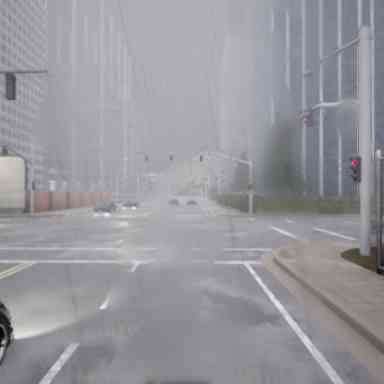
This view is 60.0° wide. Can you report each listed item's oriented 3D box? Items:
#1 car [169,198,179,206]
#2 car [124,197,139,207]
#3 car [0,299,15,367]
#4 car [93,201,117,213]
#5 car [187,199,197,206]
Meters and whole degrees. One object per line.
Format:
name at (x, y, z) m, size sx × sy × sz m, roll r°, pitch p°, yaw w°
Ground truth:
car at (-3.533, 1.906, 65.555) m, size 1.837 × 1.490 × 4.892 m, roll 0°, pitch 0°, yaw 0°
car at (-10.569, 1.709, 58.285) m, size 2.097 × 1.767 × 4.553 m, roll 0°, pitch 0°, yaw 1°
car at (-3.439, 1.583, 2.903) m, size 1.994 × 1.385 × 4.181 m, roll 0°, pitch 0°, yaw 0°
car at (-10.607, 1.799, 41.093) m, size 2.033 × 1.411 × 5.357 m, roll 0°, pitch 0°, yaw 0°
car at (-0.033, 2.003, 65.586) m, size 1.895 × 1.301 × 4.718 m, roll 0°, pitch 0°, yaw 0°
